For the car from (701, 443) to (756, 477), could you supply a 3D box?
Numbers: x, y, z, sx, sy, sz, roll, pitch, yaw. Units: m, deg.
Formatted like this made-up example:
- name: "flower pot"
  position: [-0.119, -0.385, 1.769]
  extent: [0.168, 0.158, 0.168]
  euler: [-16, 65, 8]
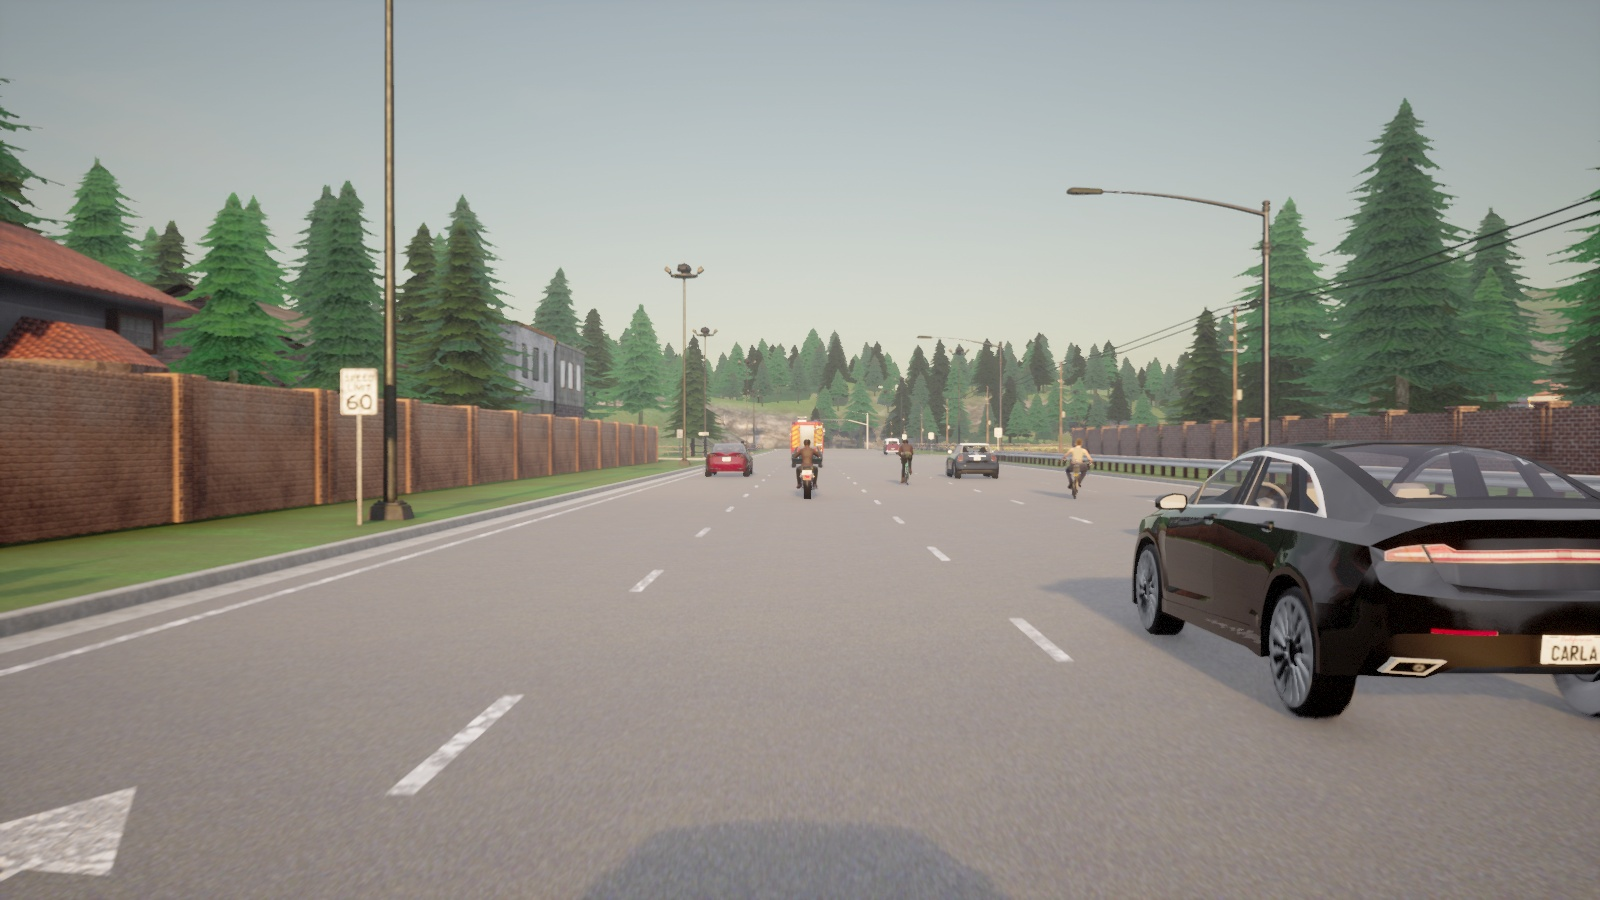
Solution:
- name: "car"
  position: [-3.170, 0.424, 56.595]
  extent: [2.163, 1.488, 4.792]
  euler: [0, 0, 0]

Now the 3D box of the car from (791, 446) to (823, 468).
- name: "car"
  position: [0.442, 0.413, 76.791]
  extent: [1.895, 1.301, 4.718]
  euler: [0, 0, 0]

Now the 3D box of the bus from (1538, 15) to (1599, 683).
- name: "bus"
  position: [7.030, -0.644, 3.511]
  extent: [3.944, 4.253, 10.273]
  euler: [0, 0, 0]

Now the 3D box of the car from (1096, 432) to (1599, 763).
- name: "car"
  position: [3.561, 0.659, 8.183]
  extent: [2.128, 1.511, 4.902]
  euler: [0, 0, 0]

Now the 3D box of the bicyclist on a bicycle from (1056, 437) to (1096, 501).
- name: "bicyclist on a bicycle"
  position: [7.351, 0.500, 33.445]
  extent: [0.866, 1.612, 1.509]
  euler: [5, 1, 15]

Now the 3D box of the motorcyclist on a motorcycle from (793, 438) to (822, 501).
- name: "motorcyclist on a motorcycle"
  position: [0.199, 0.504, 34.201]
  extent: [0.766, 1.649, 2.350]
  euler: [0, 0, 0]

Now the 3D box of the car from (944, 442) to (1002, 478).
- name: "car"
  position: [7.313, 0.415, 53.532]
  extent: [1.970, 1.475, 3.806]
  euler: [0, 0, 0]
